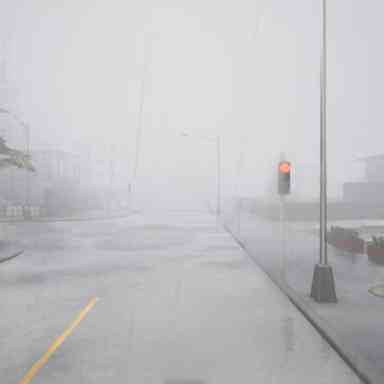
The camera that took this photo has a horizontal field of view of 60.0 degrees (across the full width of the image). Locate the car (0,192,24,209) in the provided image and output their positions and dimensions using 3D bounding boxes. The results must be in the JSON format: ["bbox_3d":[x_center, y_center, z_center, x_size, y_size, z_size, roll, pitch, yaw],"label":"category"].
[{"bbox_3d":[-19.736,0.985,34.939,1.905,1.878,3.866,0,0,35],"label":"car"}]
